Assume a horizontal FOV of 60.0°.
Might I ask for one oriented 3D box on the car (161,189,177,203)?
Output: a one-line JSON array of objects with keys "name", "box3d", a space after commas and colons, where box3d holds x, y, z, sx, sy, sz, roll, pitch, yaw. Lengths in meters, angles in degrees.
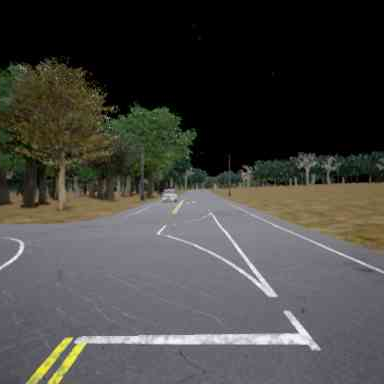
[{"name": "car", "box3d": [-3.582, 0.598, 52.478, 2.150, 2.045, 5.566, 0, 1, -1]}]
